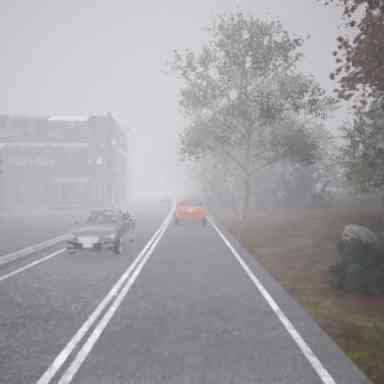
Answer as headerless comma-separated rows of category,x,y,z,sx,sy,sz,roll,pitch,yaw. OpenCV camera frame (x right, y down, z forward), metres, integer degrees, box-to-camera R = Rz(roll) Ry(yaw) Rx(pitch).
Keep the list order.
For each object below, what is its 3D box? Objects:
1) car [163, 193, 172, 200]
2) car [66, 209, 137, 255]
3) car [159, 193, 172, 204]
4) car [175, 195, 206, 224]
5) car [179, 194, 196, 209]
car,-5.269,0.990,72.020,1.812,1.442,4.674,0,1,-3
car,-3.399,1.464,13.263,2.128,1.511,4.902,0,0,0
car,-4.563,1.201,56.282,1.882,1.535,5.008,0,1,-2
car,-0.131,1.292,24.090,2.097,1.767,4.553,0,0,-1
car,-0.638,1.207,43.135,2.097,1.767,4.553,0,0,-2
